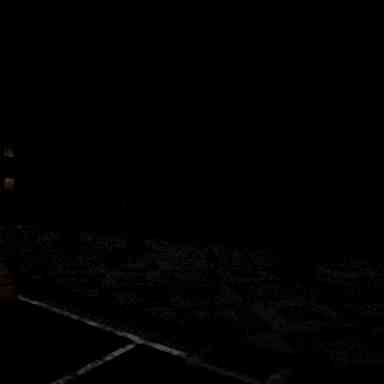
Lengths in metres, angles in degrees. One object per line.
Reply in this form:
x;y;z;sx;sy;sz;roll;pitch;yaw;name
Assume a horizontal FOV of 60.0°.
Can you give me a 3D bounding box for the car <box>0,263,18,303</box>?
-5.453;1.518;6.839;4.829;1.417;1.752;0;0;35;car
